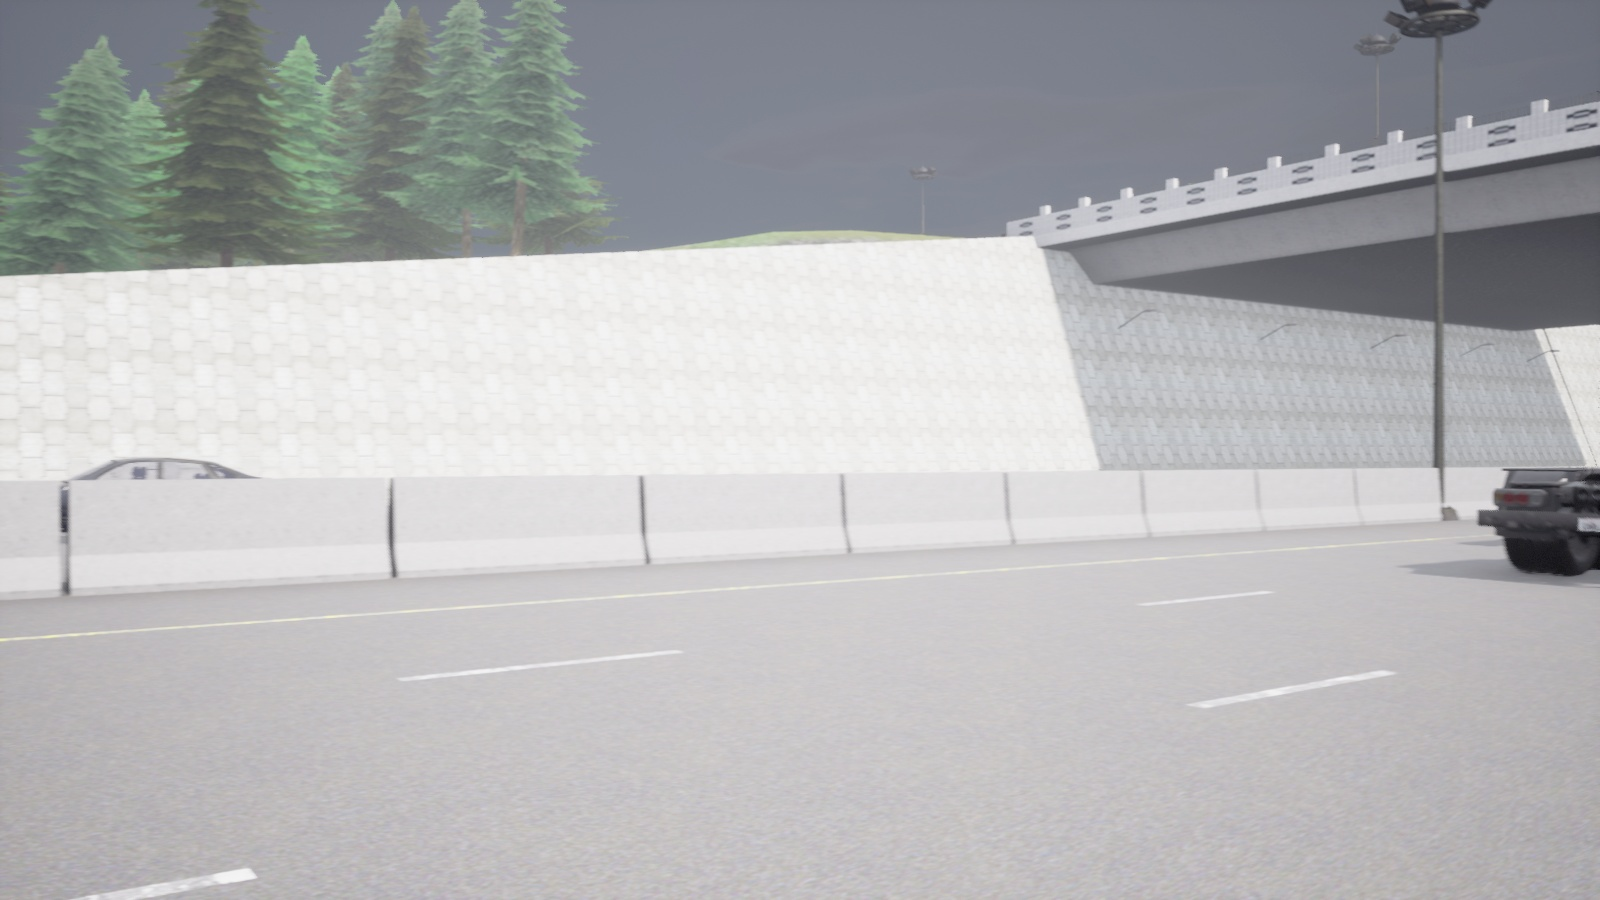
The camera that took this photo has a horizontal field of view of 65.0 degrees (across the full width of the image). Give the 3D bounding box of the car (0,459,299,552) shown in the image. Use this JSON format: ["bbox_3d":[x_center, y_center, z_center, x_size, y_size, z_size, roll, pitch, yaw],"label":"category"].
[{"bbox_3d":[-11.525,0.869,21.223,5.357,1.411,2.033,0,0,-35],"label":"car"}]

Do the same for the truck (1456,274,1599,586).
[{"bbox_3d":[12.038,-0.221,16.306,7.936,3.462,2.891,0,0,-35],"label":"truck"}]
